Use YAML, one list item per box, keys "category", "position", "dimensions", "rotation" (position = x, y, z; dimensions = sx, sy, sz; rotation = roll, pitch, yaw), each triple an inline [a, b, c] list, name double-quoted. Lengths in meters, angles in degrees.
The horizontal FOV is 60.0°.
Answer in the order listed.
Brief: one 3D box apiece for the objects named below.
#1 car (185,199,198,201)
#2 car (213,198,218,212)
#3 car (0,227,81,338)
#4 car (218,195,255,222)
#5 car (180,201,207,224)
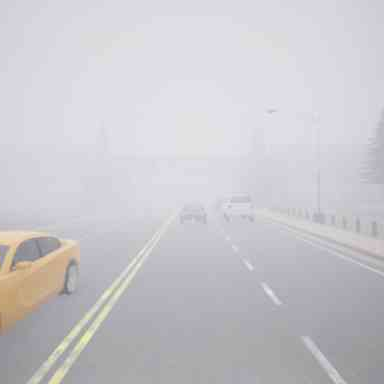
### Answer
- category: "car"
  position: [-0.106, 1.493, 37.535]
  dimensions: [1.882, 1.535, 5.008]
  rotation: [0, 0, -2]
- category: "car"
  position: [3.560, 1.367, 38.569]
  dimensions: [2.097, 1.767, 4.553]
  rotation: [0, 0, -1]
- category: "car"
  position: [-3.565, 1.480, 5.869]
  dimensions: [1.882, 1.535, 5.008]
  rotation: [0, 0, 0]
- category: "car"
  position: [3.590, 1.232, 26.806]
  dimensions: [2.150, 2.045, 5.566]
  rotation: [0, 0, 0]
- category: "car"
  position: [0.091, 1.611, 24.846]
  dimensions: [1.895, 1.301, 4.718]
  rotation: [0, 0, 0]
